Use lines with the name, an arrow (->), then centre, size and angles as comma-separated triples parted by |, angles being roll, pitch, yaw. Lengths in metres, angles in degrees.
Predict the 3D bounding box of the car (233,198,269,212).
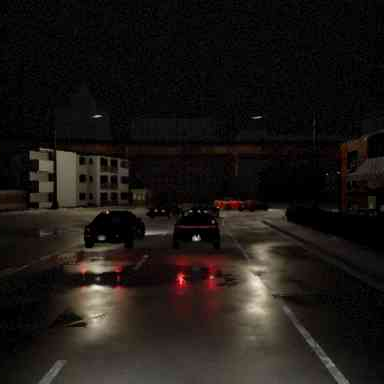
car -> 7.195, 1.572, 38.758 | 4.181, 1.385, 1.994 | 0, 0, -44

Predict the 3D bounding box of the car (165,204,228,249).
car -> 0.217, 1.495, 14.517 | 2.128, 1.511, 4.902 | 0, 0, 1

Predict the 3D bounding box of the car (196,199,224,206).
car -> 1.105, 1.563, 28.289 | 2.033, 1.411, 5.357 | 0, 0, 14

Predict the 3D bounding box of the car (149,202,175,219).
car -> -2.288, 1.563, 29.147 | 2.033, 1.411, 5.357 | 0, 0, 14

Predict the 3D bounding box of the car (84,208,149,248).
car -> -3.282, 1.533, 14.604 | 1.812, 1.442, 4.674 | 0, 0, 1

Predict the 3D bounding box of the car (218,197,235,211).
car -> 4.749, 1.366, 41.263 | 4.553, 1.767, 2.097 | 0, 0, -44
